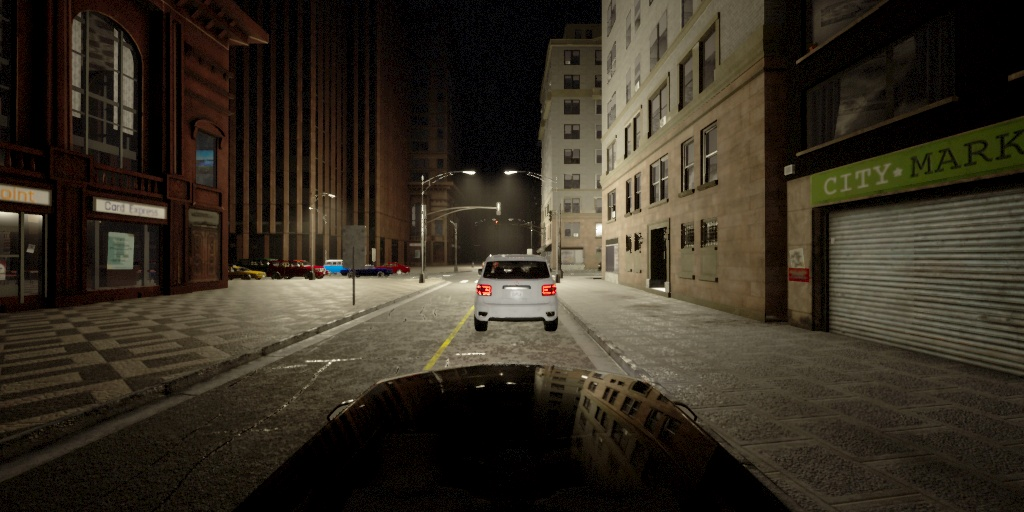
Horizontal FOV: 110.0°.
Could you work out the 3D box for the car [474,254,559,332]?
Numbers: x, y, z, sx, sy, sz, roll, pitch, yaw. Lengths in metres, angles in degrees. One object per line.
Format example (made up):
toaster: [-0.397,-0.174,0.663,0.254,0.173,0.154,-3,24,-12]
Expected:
car: [0.096,0.974,11.067,2.150,2.045,5.566,0,0,0]

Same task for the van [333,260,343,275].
van: [-19.617,1.341,41.272,3.998,1.789,1.690,0,0,0]

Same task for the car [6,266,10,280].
car: [-47.755,1.850,32.836,4.403,1.370,2.007,0,0,0]

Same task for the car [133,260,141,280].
car: [-34.681,1.375,35.377,5.566,2.045,2.150,-1,0,0]

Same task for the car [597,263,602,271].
car: [10.833,1.096,35.178,4.902,1.511,2.128,-1,0,0]

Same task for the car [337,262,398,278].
car: [-14.159,1.506,35.300,4.718,1.301,1.895,-1,0,0]

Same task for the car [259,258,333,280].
car: [-19.635,1.274,32.746,5.009,1.841,2.192,0,0,0]

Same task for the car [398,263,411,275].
car: [-13.993,1.477,41.254,4.507,1.381,1.888,0,0,0]

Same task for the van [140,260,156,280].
van: [-30.883,1.436,32.782,3.998,1.789,1.690,0,0,0]

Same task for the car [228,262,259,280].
car: [-25.089,1.552,32.763,4.829,1.417,1.751,0,0,0]

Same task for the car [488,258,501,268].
car: [-3.079,1.215,63.706,2.128,1.511,4.902,0,0,0]

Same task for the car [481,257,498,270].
car: [-3.132,1.097,51.784,2.097,1.767,4.553,0,0,1]

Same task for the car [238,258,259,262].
car: [-24.124,1.247,35.325,5.566,2.045,2.150,-1,0,-1]
